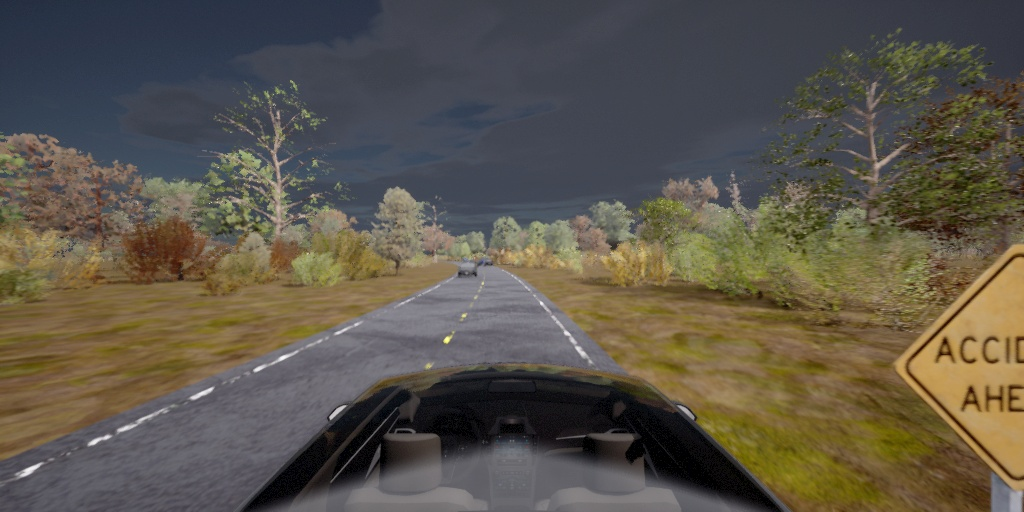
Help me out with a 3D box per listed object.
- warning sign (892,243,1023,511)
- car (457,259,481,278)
[{"bbox_3d":[2.656,0.863,1.929,1.300,1.860,1.060,0,0,0],"label":"warning sign"},{"bbox_3d":[-4.384,1.346,35.899,1.882,1.535,5.008,0,0,-4],"label":"car"}]
